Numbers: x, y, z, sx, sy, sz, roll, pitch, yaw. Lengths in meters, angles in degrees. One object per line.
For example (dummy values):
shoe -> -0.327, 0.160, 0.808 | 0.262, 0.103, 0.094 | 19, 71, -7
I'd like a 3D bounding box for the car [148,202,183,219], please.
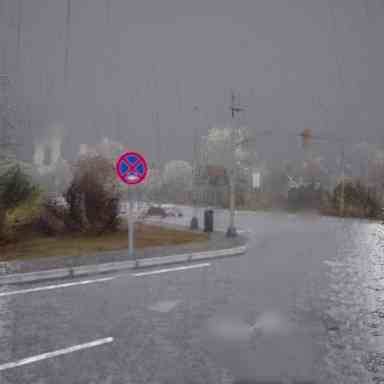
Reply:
car -> -2.615, 1.720, 31.548 | 1.812, 1.442, 4.674 | 1, 0, -32
